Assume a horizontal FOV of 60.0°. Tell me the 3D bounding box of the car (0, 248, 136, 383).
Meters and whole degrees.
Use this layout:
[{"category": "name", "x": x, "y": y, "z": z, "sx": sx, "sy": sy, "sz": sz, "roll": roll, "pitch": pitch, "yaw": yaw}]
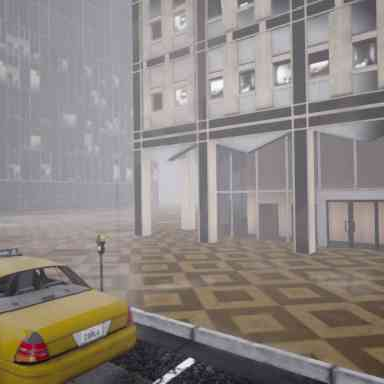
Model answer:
[{"category": "car", "x": -2.978, "y": 1.528, "z": 5.014, "sx": 4.829, "sy": 1.417, "sz": 1.752, "roll": 0, "pitch": -1, "yaw": 36}]
